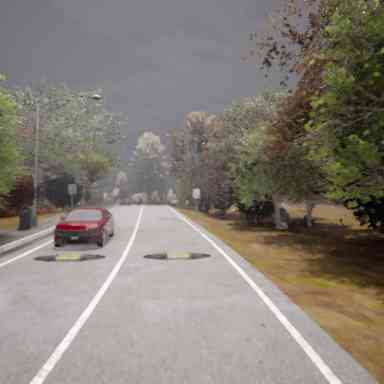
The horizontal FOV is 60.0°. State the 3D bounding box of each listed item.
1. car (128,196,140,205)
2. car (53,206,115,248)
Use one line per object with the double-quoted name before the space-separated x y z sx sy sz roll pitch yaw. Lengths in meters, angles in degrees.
"car" -10.585 1.523 61.171 2.097 1.767 4.553 0 -3 -8
"car" -4.580 1.405 14.706 1.882 1.535 5.008 0 0 -6
